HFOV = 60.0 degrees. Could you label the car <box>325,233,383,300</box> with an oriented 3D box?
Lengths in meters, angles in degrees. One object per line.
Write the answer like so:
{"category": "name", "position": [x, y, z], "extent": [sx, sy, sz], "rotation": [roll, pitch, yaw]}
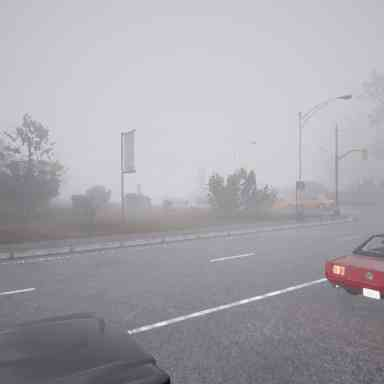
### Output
{"category": "car", "position": [5.107, 1.570, 7.407], "extent": [4.718, 1.301, 1.895], "rotation": [0, 0, -36]}

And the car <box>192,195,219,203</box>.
{"category": "car", "position": [2.467, 1.270, 62.745], "extent": [2.033, 1.411, 5.357], "rotation": [-1, 0, -38]}

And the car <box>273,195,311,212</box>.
{"category": "car", "position": [9.941, 1.278, 36.437], "extent": [1.882, 1.535, 5.008], "rotation": [-1, 0, -39]}

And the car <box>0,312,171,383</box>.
{"category": "car", "position": [-2.416, 1.601, 2.013], "extent": [4.718, 1.301, 1.895], "rotation": [0, 0, -36]}

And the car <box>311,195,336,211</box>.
{"category": "car", "position": [13.779, 1.122, 37.252], "extent": [2.097, 1.767, 4.553], "rotation": [-1, 0, -39]}

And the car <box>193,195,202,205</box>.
{"category": "car", "position": [2.685, 1.131, 51.037], "extent": [2.097, 1.767, 4.553], "rotation": [-1, 0, -39]}

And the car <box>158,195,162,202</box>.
{"category": "car", "position": [-3.501, 1.384, 58.756], "extent": [1.895, 1.301, 4.718], "rotation": [-1, 0, -38]}

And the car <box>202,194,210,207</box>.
{"category": "car", "position": [3.972, 1.282, 43.847], "extent": [1.882, 1.535, 5.008], "rotation": [-1, 0, -39]}

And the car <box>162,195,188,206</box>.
{"category": "car", "position": [-2.340, 1.373, 51.697], "extent": [1.994, 1.385, 4.181], "rotation": [-1, 0, -39]}

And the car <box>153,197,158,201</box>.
{"category": "car", "position": [-6.677, 1.326, 74.030], "extent": [1.895, 1.301, 4.718], "rotation": [-1, 0, -38]}
